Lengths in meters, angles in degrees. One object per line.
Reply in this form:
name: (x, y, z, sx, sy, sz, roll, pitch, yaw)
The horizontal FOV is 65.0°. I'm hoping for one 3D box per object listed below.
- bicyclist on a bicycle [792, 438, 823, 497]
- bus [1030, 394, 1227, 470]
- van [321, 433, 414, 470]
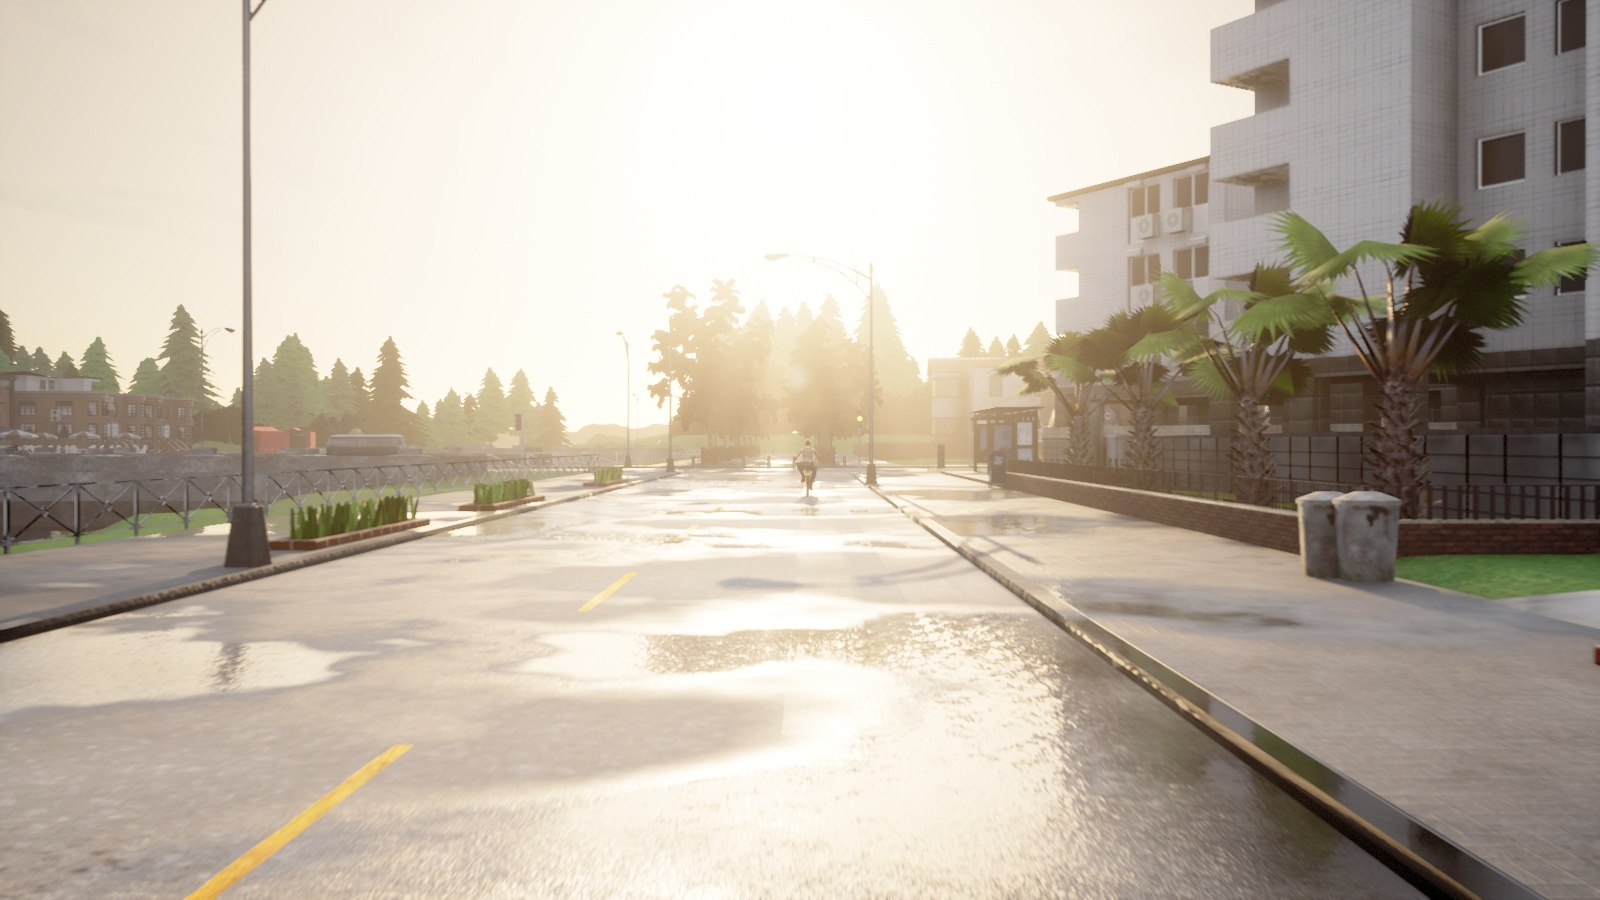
bicyclist on a bicycle: (0.220, 0.483, 35.561, 0.866, 1.612, 1.509, 0, 0, 0)
bus: (18.651, -1.020, 71.900, 10.273, 4.253, 3.944, 0, 0, 0)
van: (-23.501, 0.095, 68.357, 4.442, 1.987, 1.775, 0, 0, 0)
